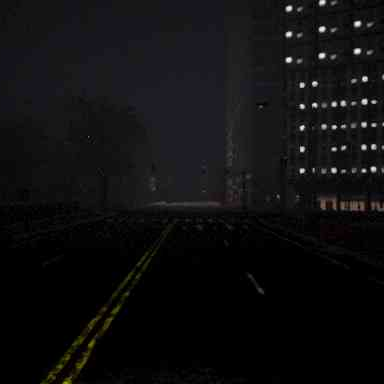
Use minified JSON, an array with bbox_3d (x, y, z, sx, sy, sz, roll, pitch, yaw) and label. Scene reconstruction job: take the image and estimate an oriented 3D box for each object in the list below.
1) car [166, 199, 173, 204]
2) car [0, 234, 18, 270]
[{"bbox_3d":[-6.459,2.714,94.879,2.033,1.411,5.357,0,-1,0],"label":"car"},{"bbox_3d":[-6.595,1.645,8.480,2.033,1.411,5.357,0,-1,0],"label":"car"}]
